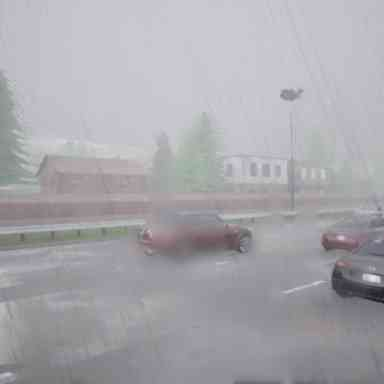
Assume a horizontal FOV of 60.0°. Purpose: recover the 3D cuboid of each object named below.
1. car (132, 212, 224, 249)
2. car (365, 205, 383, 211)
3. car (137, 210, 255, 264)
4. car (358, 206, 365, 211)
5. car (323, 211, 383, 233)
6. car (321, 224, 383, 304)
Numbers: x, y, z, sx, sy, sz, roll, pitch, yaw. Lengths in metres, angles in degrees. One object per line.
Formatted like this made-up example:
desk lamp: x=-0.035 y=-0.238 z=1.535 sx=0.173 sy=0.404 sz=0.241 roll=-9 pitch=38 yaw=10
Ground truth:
car: x=-0.614 y=1.809 z=16.519 sx=4.181 sy=1.385 sz=1.994 roll=0 pitch=-1 yaw=-38
car: x=15.046 y=1.737 z=24.146 sx=5.357 sy=1.411 sz=2.033 roll=0 pitch=-1 yaw=-38
car: x=0.329 y=1.535 z=12.834 sx=4.553 sy=1.767 sz=2.097 roll=0 pitch=-1 yaw=-38
car: x=16.466 y=1.853 z=29.654 sx=4.718 sy=1.301 sz=1.895 roll=0 pitch=-1 yaw=-38
car: x=7.181 y=1.688 z=13.685 sx=4.181 sy=1.385 sz=1.994 roll=0 pitch=-1 yaw=-38
car: x=5.037 y=1.625 z=7.621 sx=4.181 sy=1.385 sz=1.994 roll=0 pitch=-1 yaw=-38
